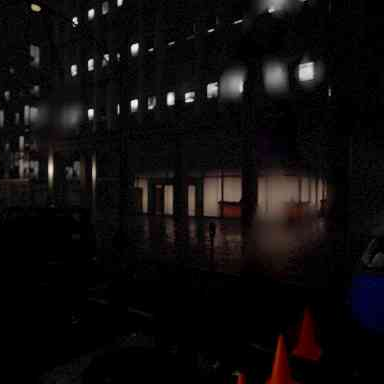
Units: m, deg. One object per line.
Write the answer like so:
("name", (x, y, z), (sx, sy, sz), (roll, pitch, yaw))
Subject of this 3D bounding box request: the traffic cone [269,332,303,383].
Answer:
("traffic cone", (1.033, 1.957, 3.845), (0.340, 0.580, 0.340), (0, 0, 35))

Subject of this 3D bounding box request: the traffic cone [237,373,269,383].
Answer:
("traffic cone", (0.453, 1.957, 3.030), (0.340, 0.580, 0.340), (0, 0, 35))

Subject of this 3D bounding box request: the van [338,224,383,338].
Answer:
("van", (4.078, 1.339, 4.077), (3.998, 1.788, 1.690), (0, 0, 35))

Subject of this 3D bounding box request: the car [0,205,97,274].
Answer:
("car", (-5.181, 1.332, 10.671), (5.009, 1.841, 2.192), (0, 0, 35))

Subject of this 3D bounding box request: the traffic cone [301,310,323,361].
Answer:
("traffic cone", (1.613, 1.957, 4.659), (0.340, 0.580, 0.340), (0, 0, 35))
